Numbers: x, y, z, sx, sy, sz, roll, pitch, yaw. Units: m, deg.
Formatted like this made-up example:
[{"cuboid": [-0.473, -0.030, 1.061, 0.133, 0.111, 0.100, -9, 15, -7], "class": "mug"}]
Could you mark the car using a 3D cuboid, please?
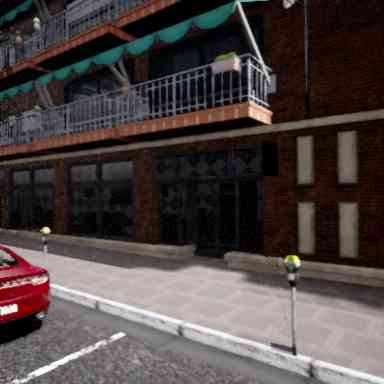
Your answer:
[{"cuboid": [-4.406, 1.527, 6.032, 4.507, 1.381, 1.887, 0, -1, 36], "class": "car"}]
